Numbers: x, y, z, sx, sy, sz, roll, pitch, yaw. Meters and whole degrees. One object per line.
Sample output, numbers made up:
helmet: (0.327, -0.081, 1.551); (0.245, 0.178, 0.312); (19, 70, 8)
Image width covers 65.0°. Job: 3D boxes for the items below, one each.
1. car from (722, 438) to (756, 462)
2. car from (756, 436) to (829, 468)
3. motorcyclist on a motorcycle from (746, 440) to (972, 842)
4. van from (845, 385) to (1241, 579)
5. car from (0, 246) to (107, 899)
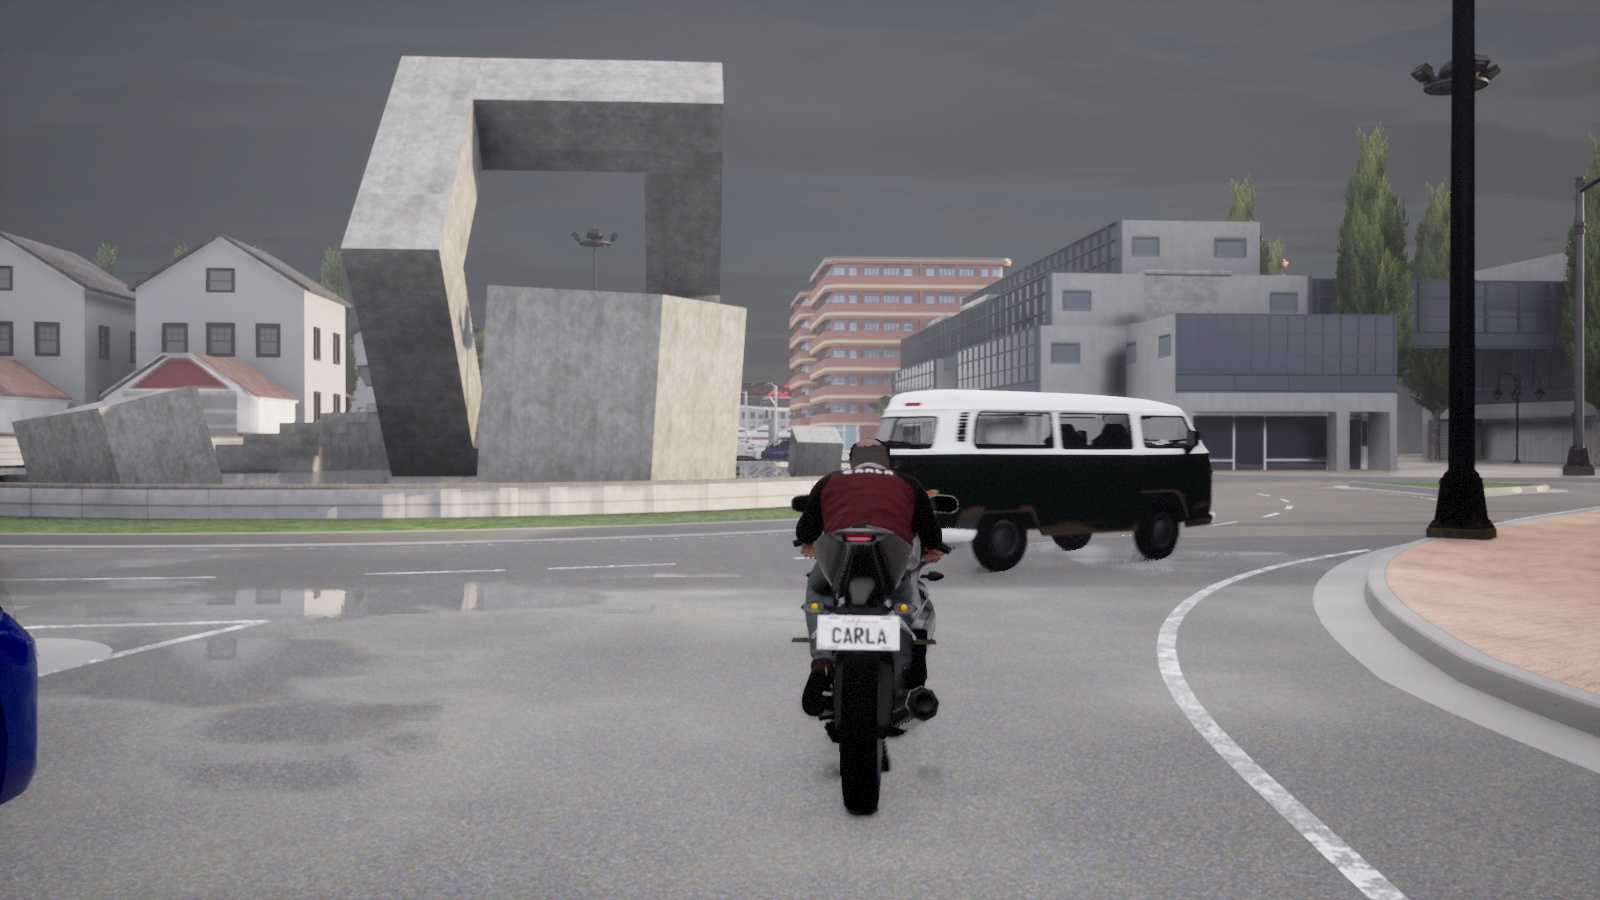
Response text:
car: (-3.815, -0.036, 77.701); (1.812, 1.442, 4.674); (0, 1, -7)
car: (-0.413, 0.058, 61.223); (2.007, 1.525, 4.514); (0, 1, -23)
motorcyclist on a motorcycle: (0.327, 0.719, 5.913); (0.866, 1.530, 2.191); (0, 1, 6)
van: (2.997, 0.313, 15.263); (4.480, 2.038, 2.069); (0, 1, -31)
car: (-3.461, 0.447, 1.467); (2.150, 2.045, 5.566); (0, 1, 1)
